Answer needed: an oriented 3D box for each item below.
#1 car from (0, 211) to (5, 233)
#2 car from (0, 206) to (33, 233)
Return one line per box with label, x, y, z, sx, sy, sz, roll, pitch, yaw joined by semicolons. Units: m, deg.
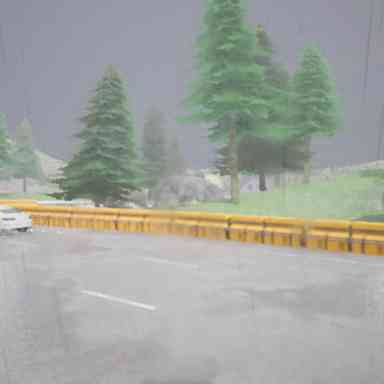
car;-10.254;1.527;13.596;4.718;1.301;1.895;1;0;23
car;-10.525;1.432;17.434;4.674;1.442;1.812;1;0;22
